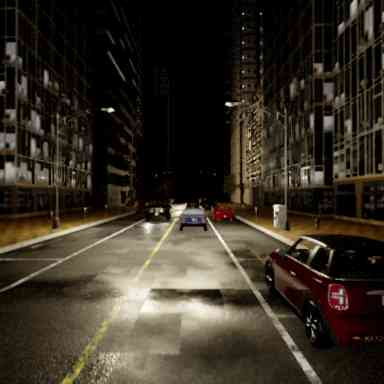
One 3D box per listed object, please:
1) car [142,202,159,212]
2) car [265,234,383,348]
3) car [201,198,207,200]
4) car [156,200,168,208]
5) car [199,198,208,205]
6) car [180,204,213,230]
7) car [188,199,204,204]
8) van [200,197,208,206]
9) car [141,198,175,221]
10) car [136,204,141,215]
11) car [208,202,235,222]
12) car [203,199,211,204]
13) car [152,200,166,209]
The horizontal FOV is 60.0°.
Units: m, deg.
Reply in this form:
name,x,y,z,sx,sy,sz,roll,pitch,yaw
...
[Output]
name,x,y,z,sx,sy,sz,roll,pitch,yaw
car,-5.690,2.071,46.267,1.802,1.307,4.206,0,-1,0
car,2.691,1.513,6.416,1.967,1.590,4.097,0,-1,0
car,2.690,2.167,57.644,1.947,1.339,4.313,0,-1,0
car,-5.691,2.222,63.344,1.947,1.339,4.313,0,-1,0
car,2.690,2.256,80.413,1.967,1.590,4.097,0,-1,0
car,0.097,1.801,23.094,2.033,1.411,5.357,0,-1,0
car,0.098,1.993,41.806,2.033,1.411,5.357,0,-1,0
van,2.690,2.105,74.723,1.690,1.788,3.998,0,-1,0
car,-3.001,1.558,30.893,2.150,2.045,5.566,0,-1,0
car,-5.690,1.978,40.574,1.887,1.381,4.507,0,-1,0
car,2.691,1.862,29.184,1.887,1.381,4.507,0,-1,0
car,2.690,2.056,46.260,1.947,1.339,4.313,0,-1,0
car,-5.690,2.146,57.652,1.887,1.381,4.507,0,-1,0
